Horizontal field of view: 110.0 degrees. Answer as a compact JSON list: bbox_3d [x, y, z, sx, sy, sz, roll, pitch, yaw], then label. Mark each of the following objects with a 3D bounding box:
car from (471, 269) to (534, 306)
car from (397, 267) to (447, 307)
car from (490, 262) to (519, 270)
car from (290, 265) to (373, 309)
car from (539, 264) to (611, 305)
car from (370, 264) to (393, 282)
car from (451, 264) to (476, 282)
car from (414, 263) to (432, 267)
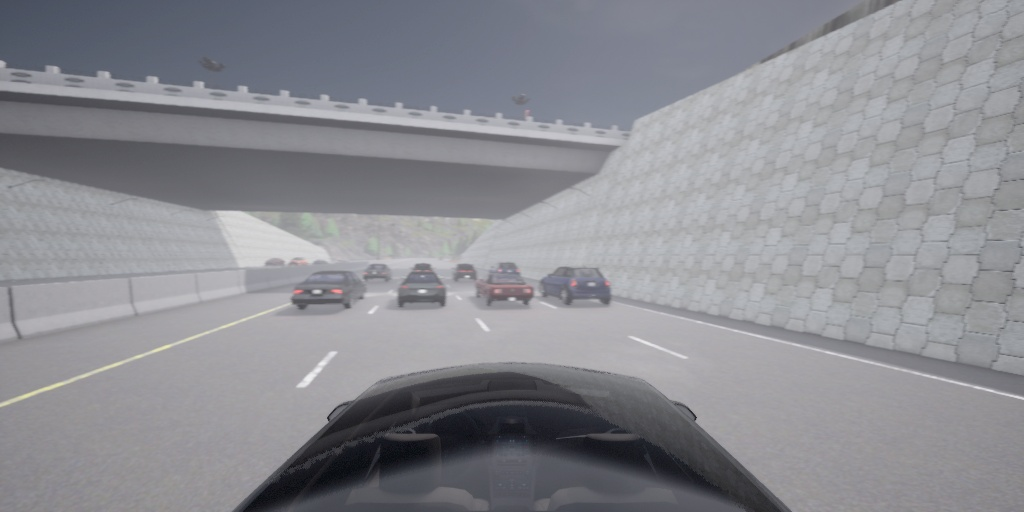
[{"bbox_3d":[-0.522,1.444,16.539,1.895,1.301,4.718,1,0,-14],"label":"car"},{"bbox_3d":[-3.968,1.353,15.909,1.994,1.385,4.181,1,0,-14],"label":"car"},{"bbox_3d":[-0.726,1.295,31.917,2.097,1.767,4.553,1,-1,-14],"label":"car"},{"bbox_3d":[-7.288,1.280,14.742,2.033,1.411,5.357,1,0,-14],"label":"car"},{"bbox_3d":[2.885,1.248,17.359,2.097,1.767,4.553,1,-1,-14],"label":"car"},{"bbox_3d":[-10.898,1.327,29.301,2.033,1.411,5.357,1,0,-14],"label":"car"},{"bbox_3d":[-4.177,1.398,31.290,1.837,1.490,4.892,1,0,-14],"label":"car"},{"bbox_3d":[-7.575,1.344,30.453,1.837,1.490,4.892,1,0,-14],"label":"car"}]
